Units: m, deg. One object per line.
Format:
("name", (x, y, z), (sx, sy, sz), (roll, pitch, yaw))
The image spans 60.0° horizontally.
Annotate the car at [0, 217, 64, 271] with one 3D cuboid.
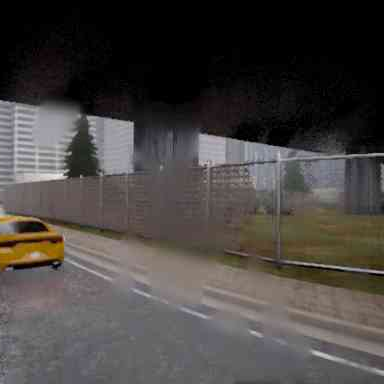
("car", (-5.734, 1.537, 10.615), (1.882, 1.535, 5.008), (1, -1, -41))
